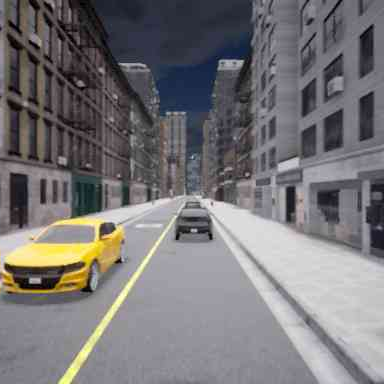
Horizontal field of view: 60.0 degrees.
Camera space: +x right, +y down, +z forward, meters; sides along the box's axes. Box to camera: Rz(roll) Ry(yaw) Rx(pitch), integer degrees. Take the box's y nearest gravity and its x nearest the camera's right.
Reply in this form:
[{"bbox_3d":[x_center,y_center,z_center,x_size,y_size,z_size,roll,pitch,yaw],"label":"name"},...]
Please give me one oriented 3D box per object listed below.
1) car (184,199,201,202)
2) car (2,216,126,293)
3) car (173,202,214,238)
[{"bbox_3d":[0.088,1.526,39.803,2.128,1.511,4.902,0,0,0],"label":"car"},{"bbox_3d":[-3.103,1.481,9.071,1.882,1.535,5.008,0,0,0],"label":"car"},{"bbox_3d":[0.095,1.515,17.587,1.837,1.490,4.892,0,0,0],"label":"car"}]
